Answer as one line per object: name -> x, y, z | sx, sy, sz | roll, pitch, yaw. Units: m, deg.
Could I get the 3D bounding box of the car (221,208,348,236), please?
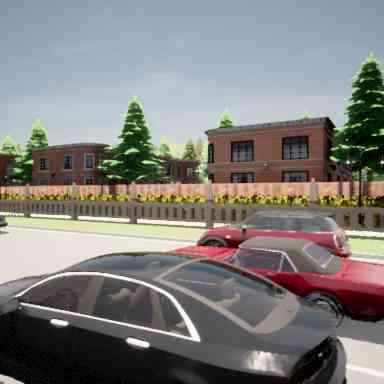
car -> 2.395, 1.351, 10.233 | 4.553, 1.767, 2.097 | 0, 0, 31

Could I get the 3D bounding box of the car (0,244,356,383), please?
car -> -0.835, 1.504, 4.015 | 4.892, 1.490, 1.837 | 0, 0, 30

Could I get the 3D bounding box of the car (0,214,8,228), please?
car -> -12.792, 1.547, 18.952 | 5.357, 1.411, 2.033 | 0, 0, 30

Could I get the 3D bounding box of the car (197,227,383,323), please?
car -> 1.357, 1.601, 6.792 | 4.718, 1.301, 1.895 | 0, 0, 30
